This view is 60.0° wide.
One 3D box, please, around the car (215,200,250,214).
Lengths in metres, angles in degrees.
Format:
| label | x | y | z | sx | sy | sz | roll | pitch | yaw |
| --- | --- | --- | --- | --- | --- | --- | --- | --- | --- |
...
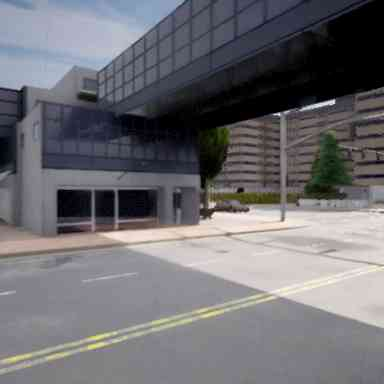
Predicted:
| label | x | y | z | sx | sy | sz | roll | pitch | yaw |
| --- | --- | --- | --- | --- | --- | --- | --- | --- | --- |
| car | 4.376 | 1.579 | 36.354 | 1.994 | 1.385 | 4.181 | 0 | 0 | -36 |
